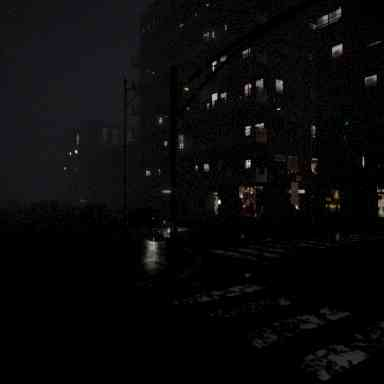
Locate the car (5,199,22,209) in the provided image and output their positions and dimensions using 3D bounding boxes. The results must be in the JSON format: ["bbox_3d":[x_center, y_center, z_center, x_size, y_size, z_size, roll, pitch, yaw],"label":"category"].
[{"bbox_3d":[-33.131,2.365,62.360,1.967,1.590,4.097,-1,0,-35],"label":"car"}]

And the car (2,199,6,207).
[{"bbox_3d":[-36.334,2.543,66.860,1.887,1.381,4.507,-1,0,-35],"label":"car"}]

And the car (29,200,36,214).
[{"bbox_3d":[-20.309,2.073,44.360,1.967,1.590,4.097,-1,0,-35],"label":"car"}]

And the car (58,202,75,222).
[{"bbox_3d":[-10.593,1.934,30.721,1.752,1.417,4.829,-1,0,-35],"label":"car"}]

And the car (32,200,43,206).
[{"bbox_3d":[-39.313,2.774,84.625,1.947,1.339,4.313,-1,0,-35],"label":"car"}]

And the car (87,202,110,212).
[{"bbox_3d":[-13.687,2.192,48.649,1.947,1.339,4.313,-1,0,-35],"label":"car"}]

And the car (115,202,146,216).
[{"bbox_3d":[-7.380,2.006,39.793,1.752,1.417,4.829,-1,0,-35],"label":"car"}]

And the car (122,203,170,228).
[{"bbox_3d":[-3.246,1.820,24.850,1.812,1.442,4.674,0,-1,-35],"label":"car"}]

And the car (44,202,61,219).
[{"bbox_3d":[-13.896,2.036,35.359,2.008,1.369,4.403,-1,0,-35],"label":"car"}]

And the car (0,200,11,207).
[{"bbox_3d":[-42.647,2.666,75.721,1.752,1.417,4.829,-1,0,-35],"label":"car"}]

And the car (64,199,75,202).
[{"bbox_3d":[-23.301,2.160,62.140,2.192,1.841,5.009,-1,0,-35],"label":"car"}]

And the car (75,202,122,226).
[{"bbox_3d":[-7.487,1.777,26.360,1.967,1.590,4.097,-1,0,-35],"label":"car"}]

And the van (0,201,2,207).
[{"bbox_3d":[-39.543,2.412,71.360,1.690,1.788,3.998,-1,0,-35],"label":"van"}]

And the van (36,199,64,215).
[{"bbox_3d":[-17.105,1.900,39.860,1.690,1.788,3.998,-1,0,-35],"label":"van"}]

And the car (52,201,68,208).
[{"bbox_3d":[-26.501,2.462,66.637,1.887,1.381,4.507,-1,0,-35],"label":"car"}]
